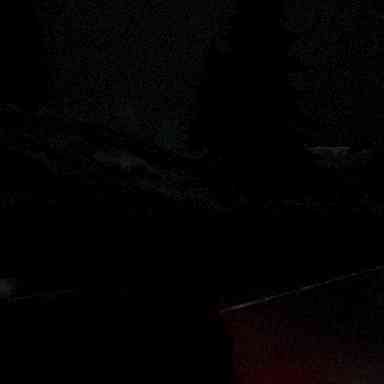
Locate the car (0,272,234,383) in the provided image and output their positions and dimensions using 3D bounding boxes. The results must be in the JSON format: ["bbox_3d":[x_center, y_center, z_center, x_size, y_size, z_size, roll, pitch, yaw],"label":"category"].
[{"bbox_3d":[-1.713,1.526,2.746,4.674,1.442,1.812,0,0,-35],"label":"car"}]
